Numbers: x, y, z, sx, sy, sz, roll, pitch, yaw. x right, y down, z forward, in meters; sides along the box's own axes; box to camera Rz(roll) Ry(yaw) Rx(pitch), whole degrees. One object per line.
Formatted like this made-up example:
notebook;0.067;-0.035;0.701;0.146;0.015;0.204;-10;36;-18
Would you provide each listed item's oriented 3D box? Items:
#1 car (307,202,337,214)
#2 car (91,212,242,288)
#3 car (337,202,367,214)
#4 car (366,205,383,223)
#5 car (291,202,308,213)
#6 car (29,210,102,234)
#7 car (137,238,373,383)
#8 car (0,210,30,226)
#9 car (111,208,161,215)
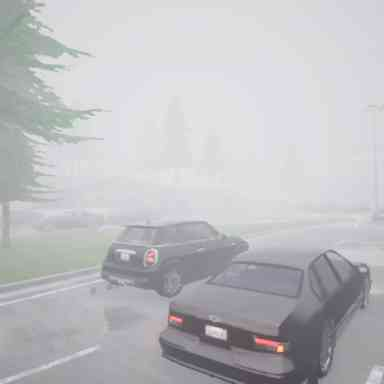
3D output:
car;18.058;2.097;44.116;5.357;1.411;2.033;0;-1;-39
car;-0.200;1.543;9.401;2.097;1.767;4.553;-2;-1;40
car;20.615;1.987;41.683;4.674;1.442;1.812;0;-1;-39
car;16.674;1.824;27.717;4.181;1.385;1.994;0;-1;-41
car;16.049;2.143;46.985;4.892;1.490;1.837;0;-2;-39
car;-8.677;2.095;23.756;4.902;1.511;2.128;-1;-1;-23
car;1.745;1.637;5.762;2.033;1.411;5.357;-2;-1;36
car;-15.189;2.308;28.561;4.892;1.490;1.837;-1;-1;-23
car;-5.012;2.138;29.125;4.902;1.511;2.128;0;-1;-24
